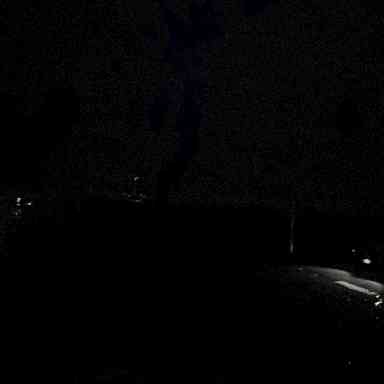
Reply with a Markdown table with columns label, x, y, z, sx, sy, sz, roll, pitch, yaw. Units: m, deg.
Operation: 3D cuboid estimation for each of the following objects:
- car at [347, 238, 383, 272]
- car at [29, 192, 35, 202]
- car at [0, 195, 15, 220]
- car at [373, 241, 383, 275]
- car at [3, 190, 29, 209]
| label | x | y | z | sx | sy | sz | roll | pitch | yaw |
| --- | --- | --- | --- | --- | --- | --- | --- | --- | --- |
| car | 7.494 | 2.186 | 11.509 | 4.181 | 1.385 | 1.994 | 4 | 0 | -23 |
| car | -24.052 | 0.649 | 48.460 | 1.994 | 1.385 | 4.181 | 3 | 0 | -22 |
| car | -13.338 | 1.095 | 22.184 | 1.895 | 1.301 | 4.718 | 3 | 0 | -22 |
| car | 7.441 | 2.183 | 8.398 | 5.357 | 1.411 | 2.033 | 4 | 0 | -23 |
| car | -17.576 | 0.689 | 32.532 | 2.097 | 1.767 | 4.553 | 3 | 0 | -22 |
